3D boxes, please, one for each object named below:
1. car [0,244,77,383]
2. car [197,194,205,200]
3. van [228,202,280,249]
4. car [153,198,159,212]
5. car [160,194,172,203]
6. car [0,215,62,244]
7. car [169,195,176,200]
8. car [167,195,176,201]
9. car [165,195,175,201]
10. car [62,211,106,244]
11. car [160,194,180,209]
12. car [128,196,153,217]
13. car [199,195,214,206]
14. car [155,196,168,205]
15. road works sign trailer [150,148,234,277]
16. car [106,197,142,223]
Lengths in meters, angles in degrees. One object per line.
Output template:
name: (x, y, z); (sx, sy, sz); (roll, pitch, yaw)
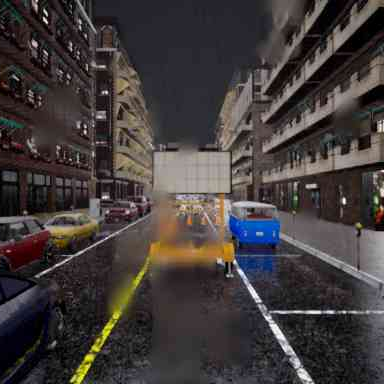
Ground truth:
car: (-2.853, 1.564, 3.275); (1.994, 1.385, 4.181); (0, 0, 0)
car: (2.504, 1.431, 92.101); (1.967, 1.590, 4.097); (1, 0, 0)
van: (2.564, 1.342, 14.413); (1.690, 1.788, 3.998); (1, 0, 0)
car: (-5.333, 1.315, 36.584); (2.192, 1.841, 5.009); (1, 0, 0)
car: (-5.358, 1.311, 69.877); (2.192, 1.841, 5.009); (1, 0, 0)
car: (-5.314, 1.441, 8.839); (1.967, 1.590, 4.097); (1, 0, 0)
car: (-5.378, 1.573, 92.073); (1.802, 1.307, 4.206); (1, 0, 0)
car: (-5.374, 1.558, 86.524); (1.947, 1.339, 4.313); (1, 0, 0)
car: (-5.369, 1.544, 80.976); (2.008, 1.369, 4.403); (1, 0, 0)
car: (-5.319, 1.526, 14.218); (1.752, 1.417, 4.829); (1, 0, 0)
car: (-2.786, 1.352, 45.502); (2.097, 1.767, 4.553); (0, 0, 0)
car: (-5.329, 1.315, 31.035); (2.192, 1.841, 5.009); (1, 0, 0)
car: (2.533, 1.439, 53.257); (1.967, 1.590, 4.097); (1, 0, 0)
car: (-5.352, 1.523, 58.610); (1.752, 1.417, 4.829); (1, 0, 0)
road works sign trailer: (-0.002, 0.465, 10.214); (2.380, 3.560, 2.880); (0, 0, 0)
car: (-5.326, 1.441, 25.486); (1.967, 1.590, 4.097); (1, 0, 0)
